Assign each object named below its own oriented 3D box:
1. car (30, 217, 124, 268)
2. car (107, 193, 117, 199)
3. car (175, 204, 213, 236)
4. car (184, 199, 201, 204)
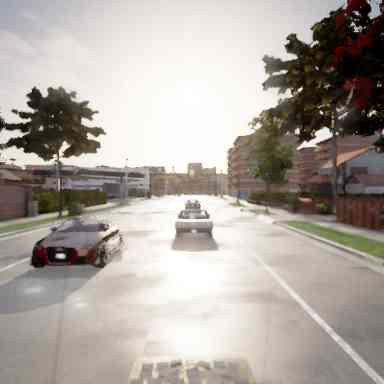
[{"bbox_3d":[-3.600,1.555,11.097,1.994,1.385,4.181,0,0,0],"label":"car"},{"bbox_3d":[-23.307,1.086,91.121,4.611,1.667,2.242,0,0,1],"label":"car"},{"bbox_3d":[0.093,1.575,18.107,1.895,1.301,4.718,0,0,0],"label":"car"},{"bbox_3d":[0.087,1.472,37.625,2.033,1.411,5.357,0,0,0],"label":"car"}]
